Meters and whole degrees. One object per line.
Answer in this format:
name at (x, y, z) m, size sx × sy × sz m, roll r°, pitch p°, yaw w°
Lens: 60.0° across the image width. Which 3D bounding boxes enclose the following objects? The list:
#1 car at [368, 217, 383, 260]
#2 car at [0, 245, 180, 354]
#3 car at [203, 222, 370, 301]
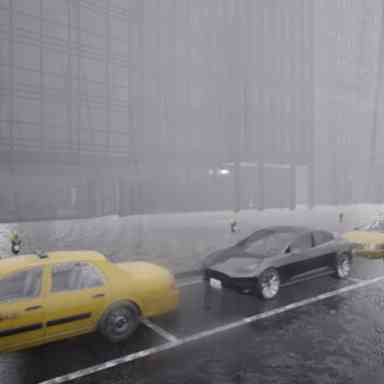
car at (6.759, 1.482, 11.463) m, size 4.829 × 1.417 × 1.752 m, roll 0°, pitch 0°, yaw -35°
car at (-2.487, 1.523, 4.874) m, size 4.829 × 1.417 × 1.752 m, roll 0°, pitch 0°, yaw -35°
car at (2.275, 1.542, 8.268) m, size 4.313 × 1.339 × 1.947 m, roll 0°, pitch 0°, yaw -35°
